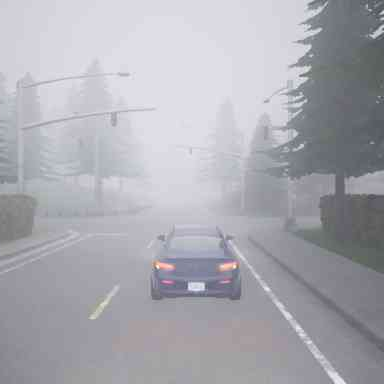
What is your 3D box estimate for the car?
[{"bbox_3d":[0.084,1.526,8.248,1.812,1.442,4.674,0,0,0],"label":"car"}]
